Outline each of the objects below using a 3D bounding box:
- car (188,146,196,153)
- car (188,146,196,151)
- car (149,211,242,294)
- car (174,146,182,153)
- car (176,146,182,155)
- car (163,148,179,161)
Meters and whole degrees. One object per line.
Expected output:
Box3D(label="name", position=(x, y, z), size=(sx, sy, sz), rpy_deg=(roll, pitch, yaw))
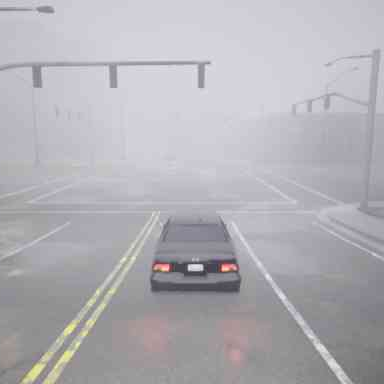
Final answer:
Box3D(label="car", position=(0.014, -10.418, 81.098), size=(2.097, 1.767, 4.553), rpy_deg=(0, 9, 0))
Box3D(label="car", position=(0.016, -11.917, 91.154), size=(1.994, 1.385, 4.181), rpy_deg=(0, 9, 0))
Box3D(label="car", position=(0.075, 1.207, 8.421), size=(2.033, 1.411, 5.357), rpy_deg=(0, 4, 0))
Box3D(label="car", position=(-3.485, -10.949, 85.190), size=(1.837, 1.490, 4.892), rpy_deg=(0, 9, 0))
Box3D(label="car", position=(-3.488, -8.424, 70.123), size=(2.033, 1.411, 5.357), rpy_deg=(0, 9, 0))
Box3D(label="car", position=(-3.568, -5.956, 54.985), size=(1.812, 1.442, 4.674), rpy_deg=(0, 9, 0))
